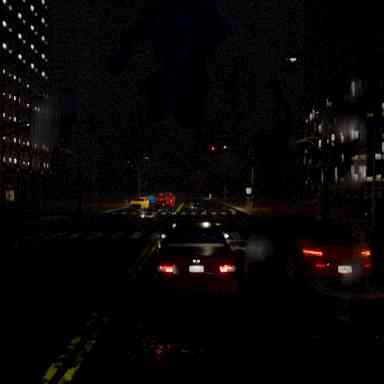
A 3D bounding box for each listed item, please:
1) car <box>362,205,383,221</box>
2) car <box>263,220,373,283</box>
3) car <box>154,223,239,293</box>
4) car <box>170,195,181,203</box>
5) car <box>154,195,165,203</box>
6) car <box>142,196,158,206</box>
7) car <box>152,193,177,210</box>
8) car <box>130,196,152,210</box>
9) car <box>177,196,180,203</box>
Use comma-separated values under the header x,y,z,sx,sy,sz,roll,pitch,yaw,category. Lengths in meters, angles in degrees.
x,y,z,sx,sy,sz,roll,pitch,yaw,category
16.075,1.610,26.858,4.181,1.385,1.994,0,0,1,car
3.334,1.520,9.559,1.812,1.442,4.674,0,0,0,car
0.085,1.542,8.974,2.033,1.411,5.357,0,0,0,car
-3.441,1.432,68.845,2.033,1.411,5.357,0,0,-1,car
-6.698,1.367,68.750,1.882,1.535,5.008,0,0,-1,car
-6.670,1.405,53.246,1.882,1.535,5.008,0,0,0,car
-3.408,1.174,42.425,2.150,2.045,5.566,0,0,0,car
-6.659,1.430,42.380,1.882,1.535,5.008,0,0,0,car
-3.420,1.414,53.987,2.128,1.511,4.902,0,1,0,car
